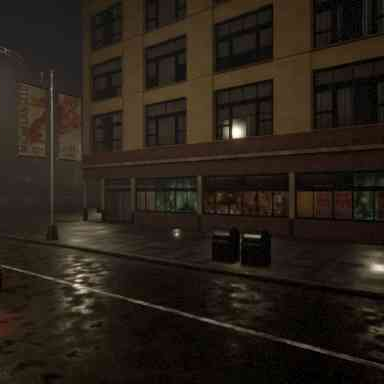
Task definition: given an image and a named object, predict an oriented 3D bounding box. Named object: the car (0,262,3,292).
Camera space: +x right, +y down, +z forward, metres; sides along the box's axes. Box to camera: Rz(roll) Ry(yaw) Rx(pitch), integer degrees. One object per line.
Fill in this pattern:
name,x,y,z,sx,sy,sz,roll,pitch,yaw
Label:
car,-5.832,1.564,7.719,1.994,1.385,4.181,0,0,-40
